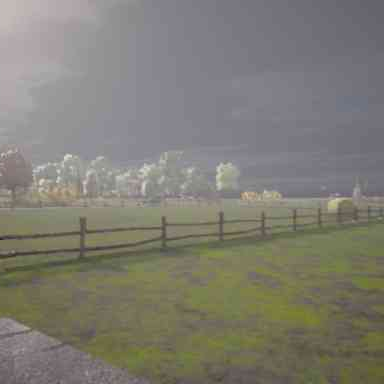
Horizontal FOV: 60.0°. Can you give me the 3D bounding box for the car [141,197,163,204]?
[{"bbox_3d":[-8.566,1.880,72.535,2.033,1.411,5.357,-1,-2,40],"label":"car"}]
